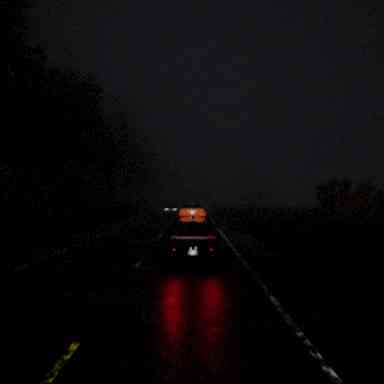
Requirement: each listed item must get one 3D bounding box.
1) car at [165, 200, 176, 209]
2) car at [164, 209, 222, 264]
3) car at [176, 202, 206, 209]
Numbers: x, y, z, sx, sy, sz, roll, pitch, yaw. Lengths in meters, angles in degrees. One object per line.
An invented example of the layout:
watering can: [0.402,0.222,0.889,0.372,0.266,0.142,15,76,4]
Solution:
car: [-3.564,2.053,56.685,2.033,1.411,5.357,0,0,1]
car: [0.044,1.606,12.294,2.128,1.511,4.902,0,0,0]
car: [0.040,1.600,27.207,2.097,1.767,4.553,0,-1,0]
